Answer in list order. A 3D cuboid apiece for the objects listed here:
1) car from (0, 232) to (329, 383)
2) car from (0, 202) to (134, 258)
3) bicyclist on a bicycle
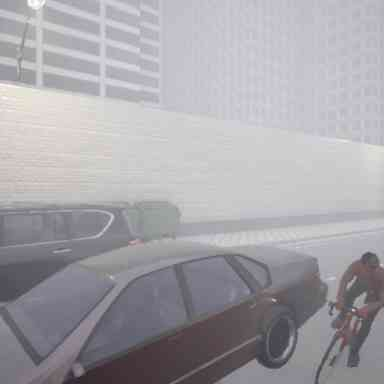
[{"bbox_3d":[-0.583,1.376,3.681,5.357,1.411,2.033,-7,4,-39],"label":"car"},{"bbox_3d":[-3.575,1.221,5.735,5.566,2.045,2.150,0,0,-36],"label":"car"},{"bbox_3d":[2.015,1.454,4.053,1.656,1.620,0.582,-10,24,-43],"label":"bicyclist on a bicycle"}]
